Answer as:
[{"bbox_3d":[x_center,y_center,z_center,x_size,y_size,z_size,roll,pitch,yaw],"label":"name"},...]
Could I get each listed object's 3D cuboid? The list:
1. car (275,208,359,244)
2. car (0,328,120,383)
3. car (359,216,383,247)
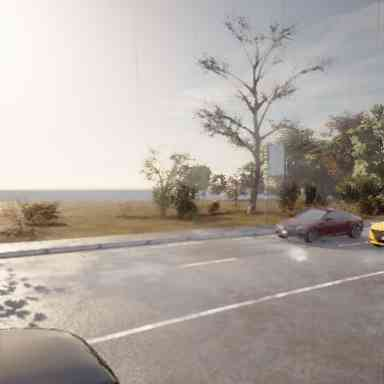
[{"bbox_3d":[6.080,1.485,15.644,4.674,1.442,1.812,0,0,-28],"label":"car"},{"bbox_3d":[-2.425,1.554,1.864,4.181,1.385,1.994,0,0,-36],"label":"car"},{"bbox_3d":[9.374,1.452,13.454,5.008,1.535,1.882,0,0,-27],"label":"car"}]
